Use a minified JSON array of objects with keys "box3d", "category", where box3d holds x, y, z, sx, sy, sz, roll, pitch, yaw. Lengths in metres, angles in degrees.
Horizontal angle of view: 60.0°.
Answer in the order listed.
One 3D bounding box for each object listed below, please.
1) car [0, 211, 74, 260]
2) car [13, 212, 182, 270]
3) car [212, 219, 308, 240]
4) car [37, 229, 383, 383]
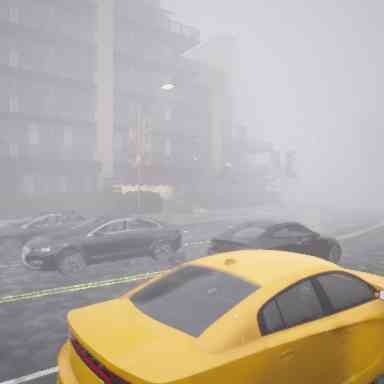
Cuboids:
[{"box3d":[-5.462,1.482,12.576,4.902,1.511,2.128,0,0,-37],"category":"car"},{"box3d":[-2.565,1.484,10.394,4.902,1.511,2.128,0,0,-38],"category":"car"},{"box3d":[2.476,1.521,9.625,4.674,1.442,1.812,0,0,-39],"category":"car"},{"box3d":[1.065,1.476,4.029,5.008,1.535,1.882,0,0,-37],"category":"car"}]
